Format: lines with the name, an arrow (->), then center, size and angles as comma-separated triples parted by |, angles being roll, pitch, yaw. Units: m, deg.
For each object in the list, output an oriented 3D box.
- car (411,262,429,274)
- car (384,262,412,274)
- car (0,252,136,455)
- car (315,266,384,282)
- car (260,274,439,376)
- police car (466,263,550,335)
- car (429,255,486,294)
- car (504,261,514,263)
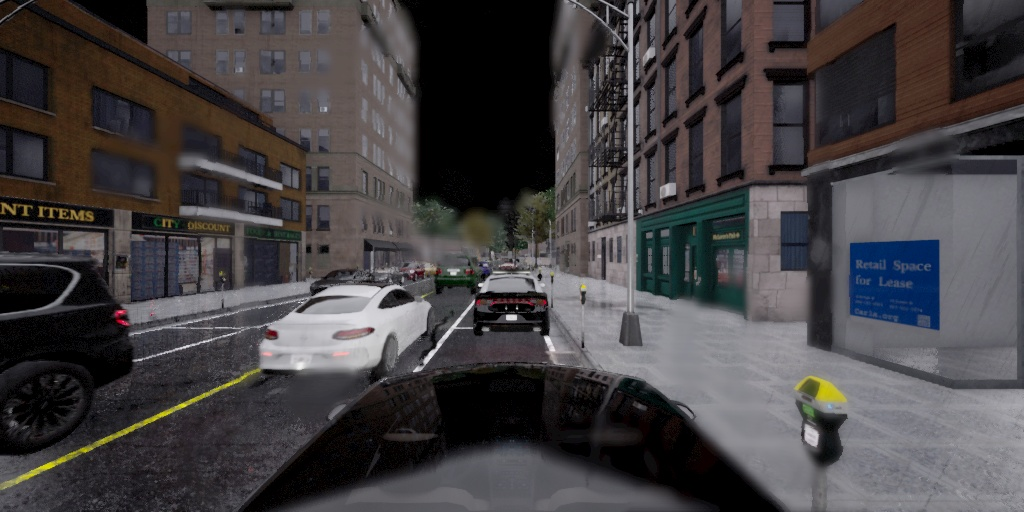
car -> -8.408, 1.195, 29.238 | 1.967, 1.591, 4.097 | 0, 0, 0
car -> -8.408, 1.302, 23.719 | 2.007, 1.370, 4.403 | 0, 0, 0
car -> -5.868, 0.971, 2.179 | 2.150, 2.045, 5.566 | 0, 0, 0
car -> -8.408, 1.316, 18.201 | 1.948, 1.339, 4.313 | 0, 0, 0
car -> -2.923, 1.276, 7.291 | 1.812, 1.442, 4.674 | 0, 0, 0
police car -> -0.012, 1.175, 10.610 | 1.930, 1.638, 5.238 | 0, 0, 0
car -> -2.917, 0.972, 20.515 | 2.150, 2.045, 5.566 | 0, 0, 0
car -> -0.383, 1.281, 29.411 | 1.751, 1.417, 4.829 | 0, 0, 0
